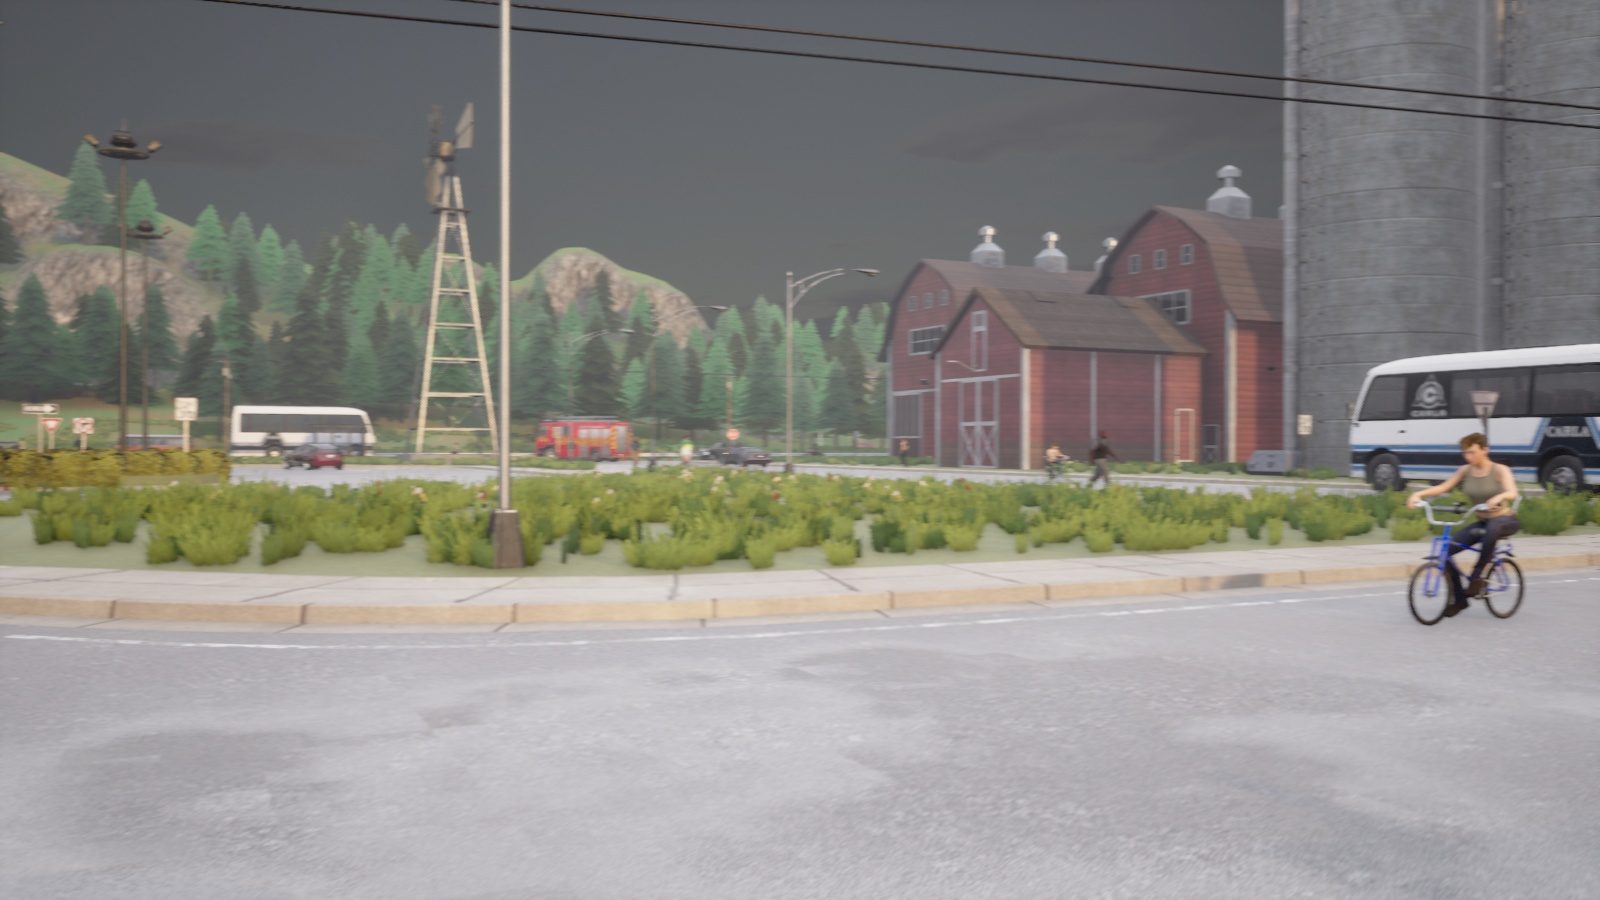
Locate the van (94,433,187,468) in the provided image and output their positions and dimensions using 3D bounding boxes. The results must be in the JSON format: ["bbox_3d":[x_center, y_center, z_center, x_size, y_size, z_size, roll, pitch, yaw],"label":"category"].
[{"bbox_3d":[-37.985,0.022,72.390,4.442,1.987,1.775,0,0,-13],"label":"van"}]

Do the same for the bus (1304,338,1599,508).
[{"bbox_3d":[20.027,-0.685,36.187,3.944,4.253,10.273,0,0,-25],"label":"bus"}]

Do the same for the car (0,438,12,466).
[{"bbox_3d":[-48.362,0.107,75.228,1.851,1.617,3.988,0,0,-34],"label":"car"}]

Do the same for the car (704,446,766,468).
[{"bbox_3d":[-4.356,0.429,83.334,2.033,1.411,5.357,0,0,-27],"label":"car"}]

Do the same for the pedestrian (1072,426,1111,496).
[{"bbox_3d":[7.964,0.298,34.276,0.563,1.883,0.849,0,0,-45],"label":"pedestrian"}]

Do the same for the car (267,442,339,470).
[{"bbox_3d":[-27.954,0.324,70.550,2.163,1.488,4.792,0,0,-43],"label":"car"}]

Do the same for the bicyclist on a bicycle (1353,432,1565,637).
[{"bbox_3d":[5.559,0.665,10.600,1.509,1.612,0.866,0,0,-27],"label":"bicyclist on a bicycle"}]

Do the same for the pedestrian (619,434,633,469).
[{"bbox_3d":[-9.173,0.086,66.176,0.540,1.848,0.694,0,0,-30],"label":"pedestrian"}]

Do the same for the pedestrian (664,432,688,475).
[{"bbox_3d":[-5.668,0.138,57.446,0.873,1.952,0.659,0,0,39],"label":"pedestrian"}]

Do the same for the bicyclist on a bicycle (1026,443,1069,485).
[{"bbox_3d":[9.599,0.527,48.711,0.866,1.612,1.509,0,0,-27],"label":"bicyclist on a bicycle"}]
